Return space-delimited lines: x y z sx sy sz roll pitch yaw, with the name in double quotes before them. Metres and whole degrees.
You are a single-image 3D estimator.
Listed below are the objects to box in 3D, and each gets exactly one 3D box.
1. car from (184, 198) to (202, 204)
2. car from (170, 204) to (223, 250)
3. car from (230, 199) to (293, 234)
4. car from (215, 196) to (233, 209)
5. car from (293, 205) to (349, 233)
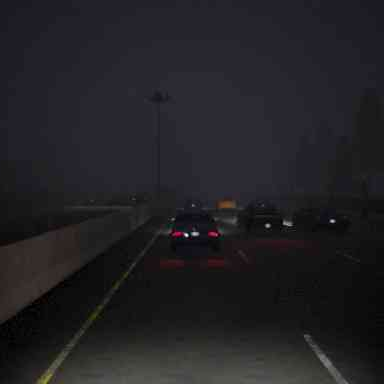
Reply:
"car" 0.116 1.307 35.283 1.994 1.385 4.181 0 0 0
"car" 0.106 1.447 13.735 2.033 1.411 5.357 0 0 0
"car" 3.609 1.359 18.226 2.128 1.511 4.902 0 1 0
"car" 3.617 1.214 36.139 1.882 1.535 5.008 0 1 0
"car" 7.108 1.428 18.828 1.994 1.385 4.181 0 0 0
